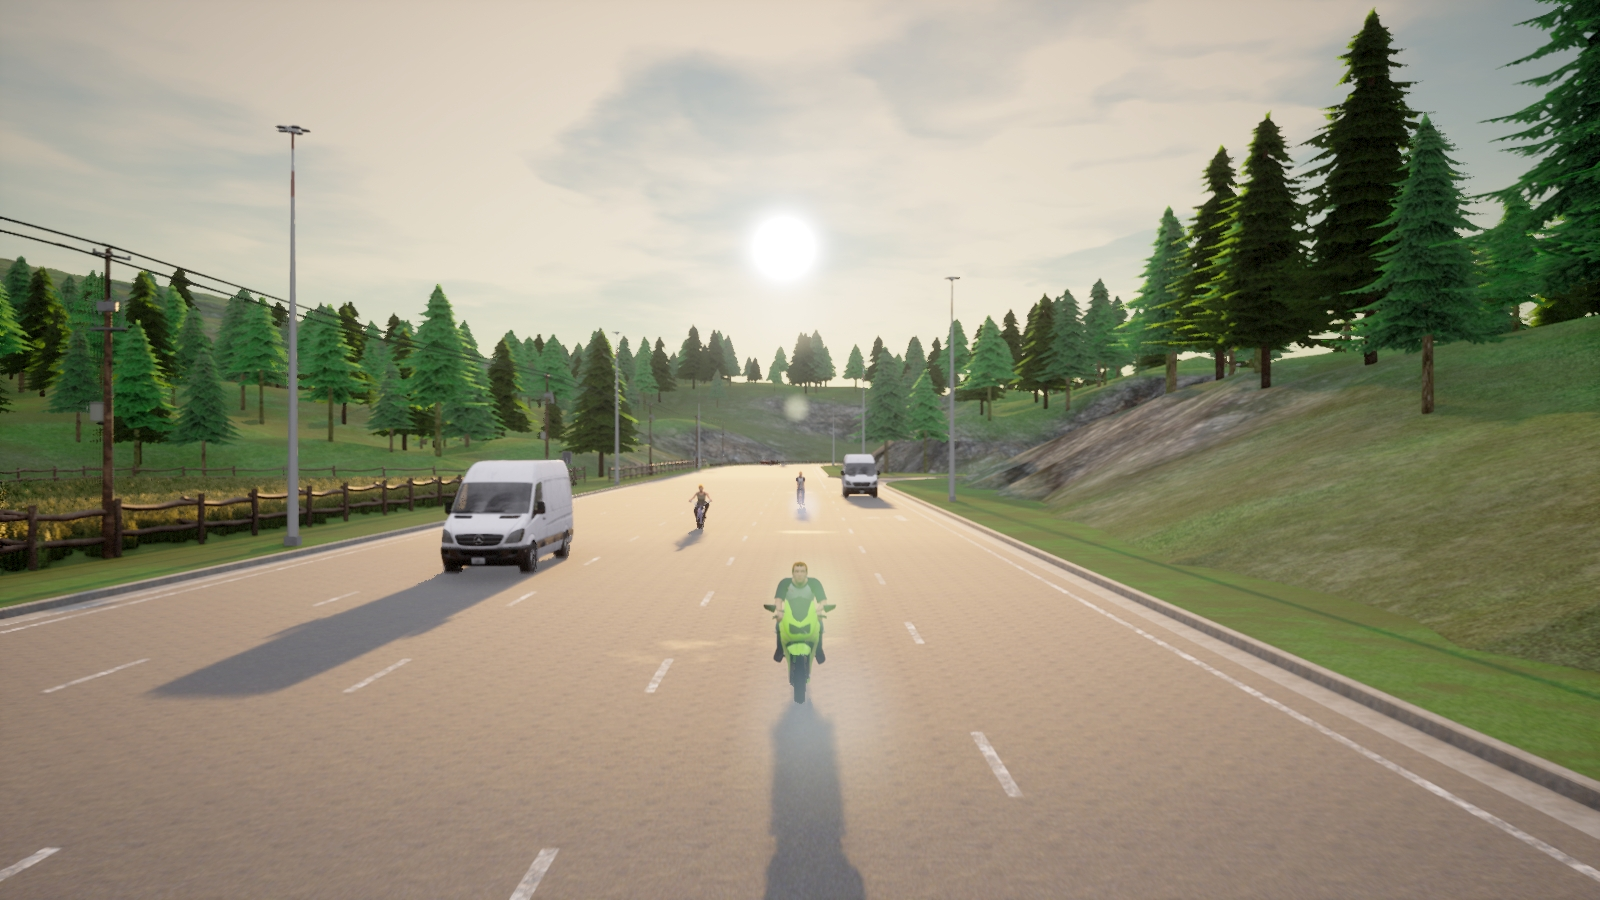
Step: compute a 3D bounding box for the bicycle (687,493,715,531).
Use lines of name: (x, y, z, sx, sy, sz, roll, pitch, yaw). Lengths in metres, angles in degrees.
bicycle: (-3.489, 2.163, 40.232, 0.859, 1.277, 1.487, 0, 0, 0)

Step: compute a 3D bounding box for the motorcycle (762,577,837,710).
motorcycle: (-0.002, 2.188, 13.257, 0.803, 1.199, 2.033, 0, 0, 0)

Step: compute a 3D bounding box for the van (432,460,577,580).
van: (-7.005, 1.538, 27.782, 1.988, 2.561, 5.915, 0, 0, 0)

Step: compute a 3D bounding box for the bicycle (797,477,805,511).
bicycle: (0.032, 2.062, 53.591, 0.373, 1.496, 1.643, 0, 0, 0)

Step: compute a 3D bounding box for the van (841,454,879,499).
van: (3.549, 1.543, 68.322, 1.988, 2.561, 5.915, 0, 0, 0)
